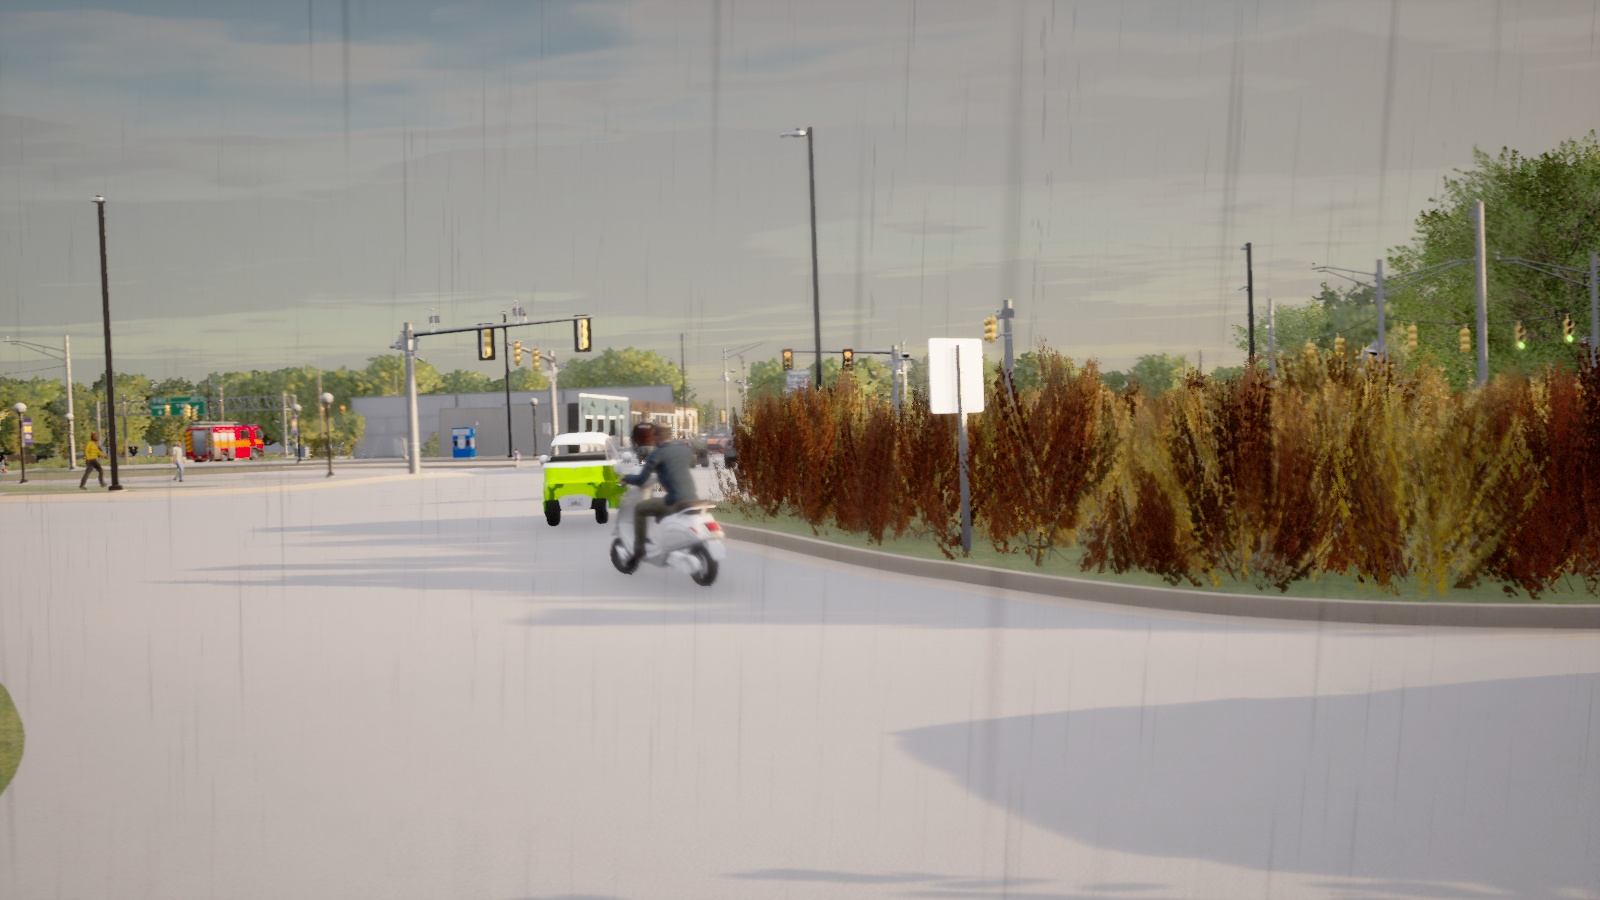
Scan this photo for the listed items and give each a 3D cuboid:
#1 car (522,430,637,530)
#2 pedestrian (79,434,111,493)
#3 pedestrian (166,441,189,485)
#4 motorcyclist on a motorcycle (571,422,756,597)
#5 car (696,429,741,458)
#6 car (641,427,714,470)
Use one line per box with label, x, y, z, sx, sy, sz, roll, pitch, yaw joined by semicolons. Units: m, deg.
car;-3.402;0.424;19.666;1.481;1.376;2.207;-2;2;-3
pedestrian;-22.514;0.432;40.102;0.726;1.835;0.370;-3;2;-18
pedestrian;-26.617;0.565;53.727;0.706;1.836;0.354;-2;2;1
motorcyclist on a motorcycle;-1.396;0.537;12.605;0.866;1.590;1.817;-5;4;-42
car;-5.344;-0.474;82.536;2.097;1.767;4.553;-2;1;7
car;-4.551;-0.046;47.152;1.970;1.475;3.806;-2;0;6
